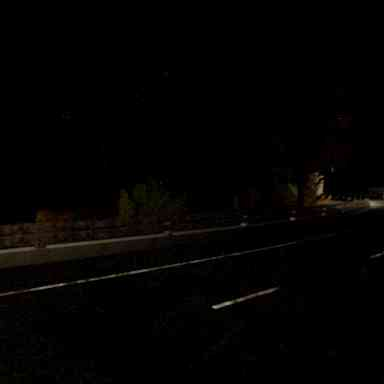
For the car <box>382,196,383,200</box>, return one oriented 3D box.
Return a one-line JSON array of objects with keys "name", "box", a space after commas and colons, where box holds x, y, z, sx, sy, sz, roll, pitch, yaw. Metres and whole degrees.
[{"name": "car", "box": [46.227, 1.022, 77.422, 2.097, 1.767, 4.553, 0, 0, 7]}]
